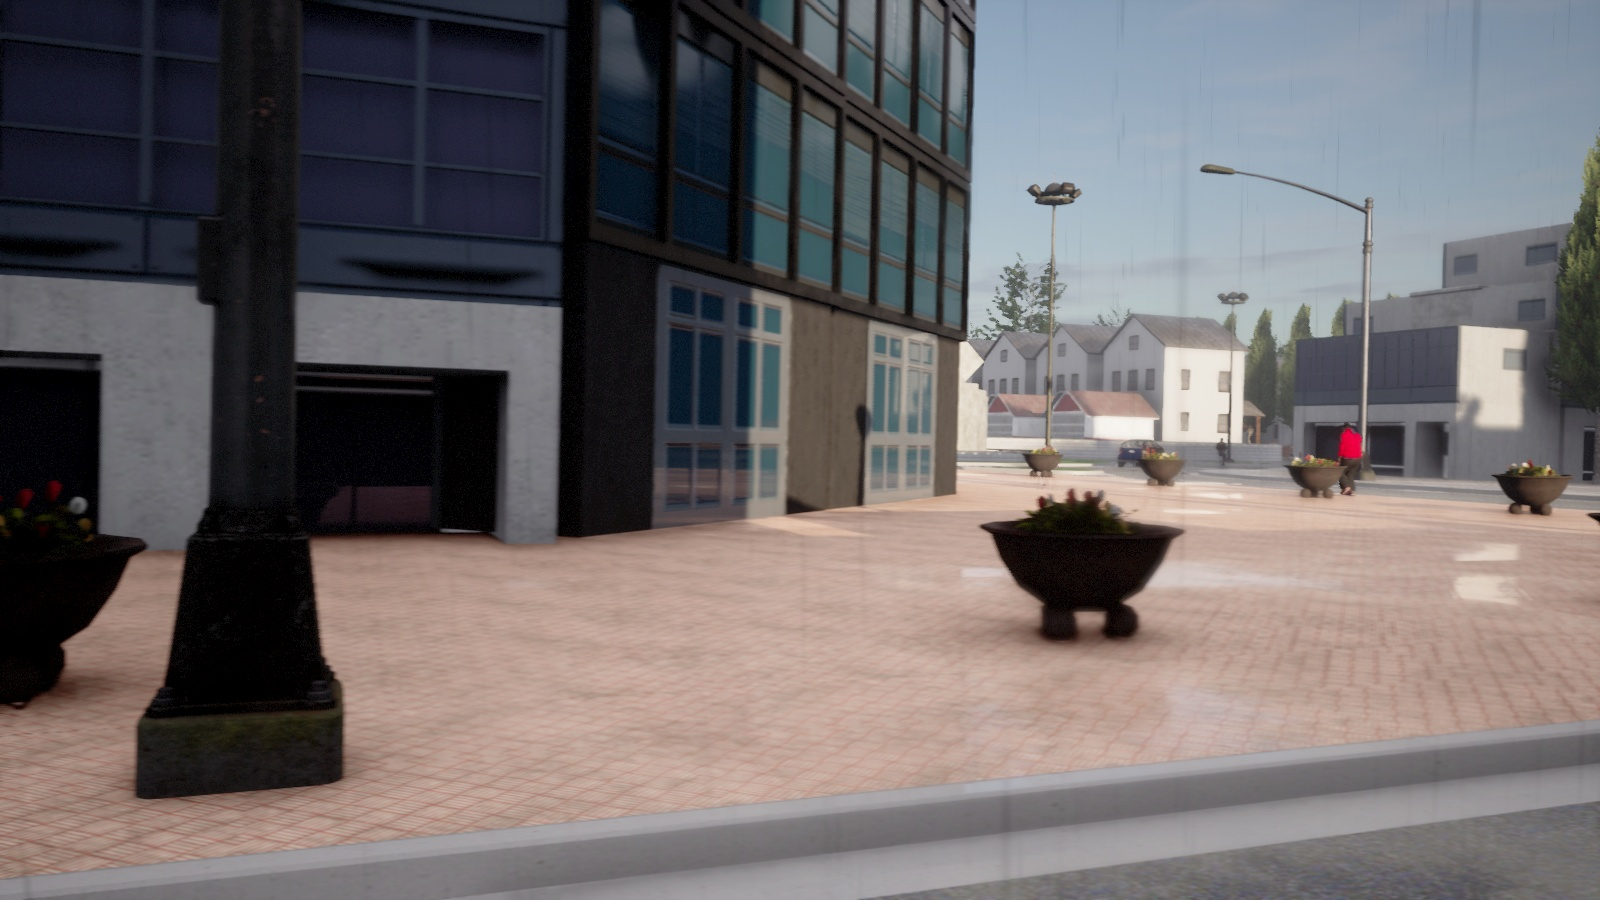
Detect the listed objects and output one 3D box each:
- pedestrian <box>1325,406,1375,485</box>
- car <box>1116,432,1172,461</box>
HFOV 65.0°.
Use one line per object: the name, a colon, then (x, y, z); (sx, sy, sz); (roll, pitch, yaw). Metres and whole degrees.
pedestrian: (13.143, -0.107, 30.003); (0.634, 1.844, 0.899); (0, 1, -21)
car: (18.832, -0.206, 68.647); (1.789, 1.549, 3.705); (1, 0, 35)
